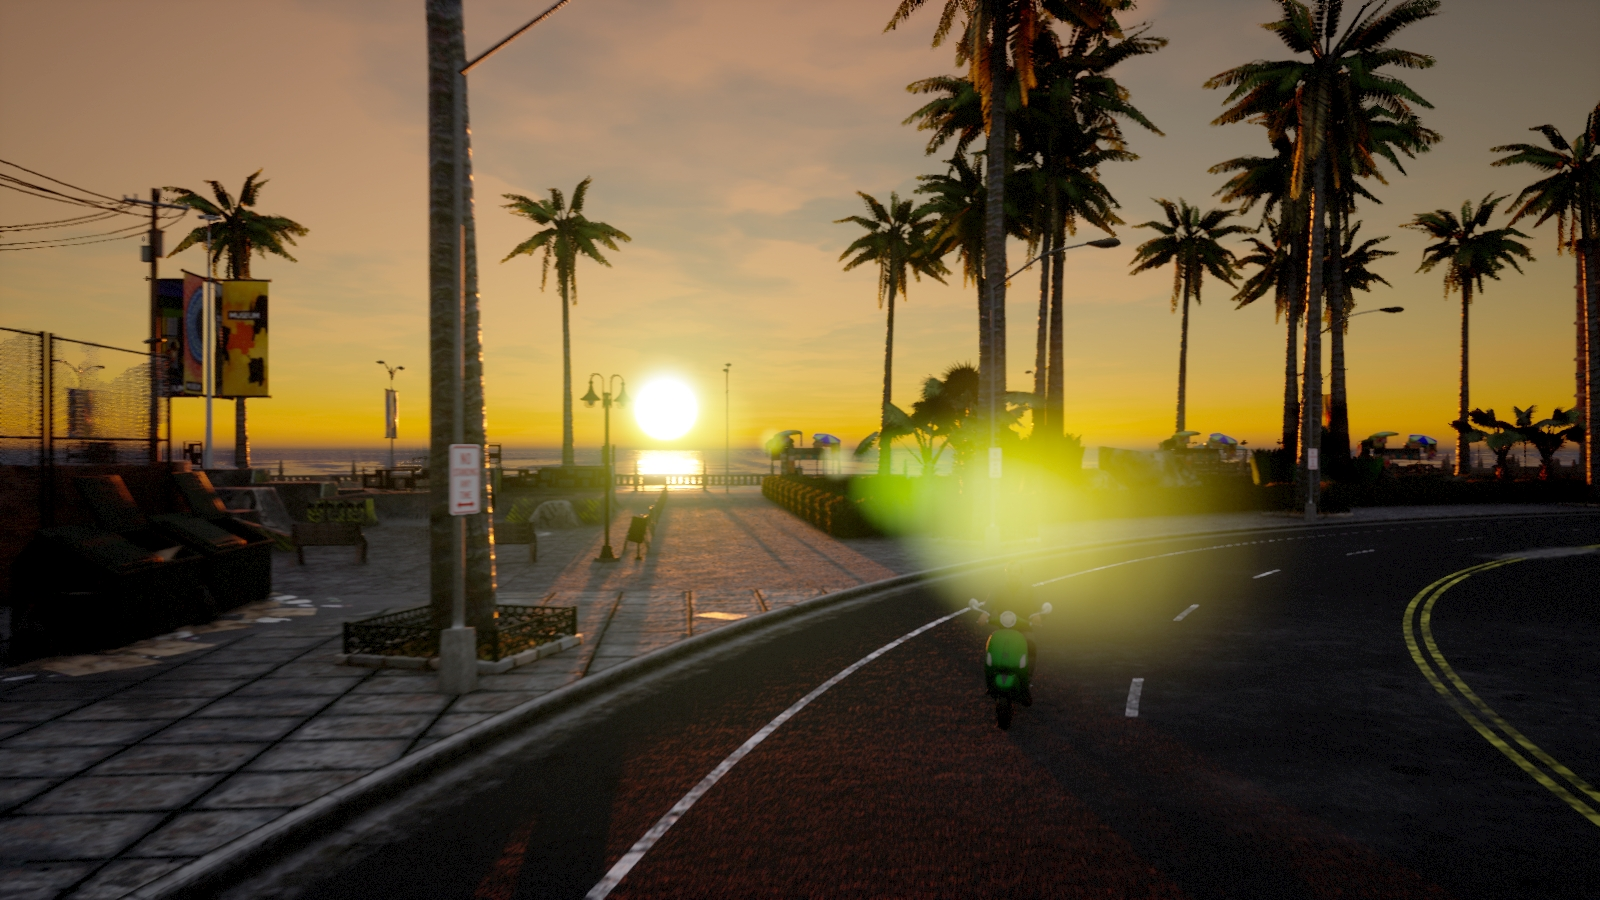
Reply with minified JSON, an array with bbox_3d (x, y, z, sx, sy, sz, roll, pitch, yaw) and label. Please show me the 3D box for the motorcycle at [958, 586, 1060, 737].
[{"bbox_3d":[2.254,2.184,12.138,0.856,1.236,1.805,0,0,17],"label":"motorcycle"}]
